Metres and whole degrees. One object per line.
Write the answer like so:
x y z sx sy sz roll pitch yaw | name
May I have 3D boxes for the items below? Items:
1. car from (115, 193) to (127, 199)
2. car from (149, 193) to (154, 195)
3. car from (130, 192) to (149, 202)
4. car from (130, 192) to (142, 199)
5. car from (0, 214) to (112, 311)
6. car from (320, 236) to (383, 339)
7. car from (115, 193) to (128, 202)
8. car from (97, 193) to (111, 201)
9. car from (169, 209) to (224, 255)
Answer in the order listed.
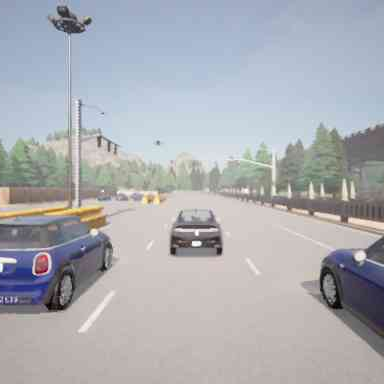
-17.073 0.955 80.510 1.837 1.490 4.892 0 0 0 | car
-10.074 0.981 80.301 1.812 1.442 4.674 0 0 0 | car
-10.172 1.038 64.980 1.882 1.535 5.008 0 1 1 | car
-13.572 0.810 80.563 2.097 1.767 4.553 0 0 0 | car
-3.373 1.300 7.823 2.097 1.767 4.553 0 0 0 | car
3.615 1.322 4.868 2.097 1.767 4.553 0 1 0 | car
-13.668 1.086 64.947 1.812 1.442 4.674 0 1 1 | car
-17.162 1.059 65.263 1.837 1.490 4.892 0 1 0 | car
0.151 1.406 12.891 2.128 1.511 4.902 0 0 0 | car
